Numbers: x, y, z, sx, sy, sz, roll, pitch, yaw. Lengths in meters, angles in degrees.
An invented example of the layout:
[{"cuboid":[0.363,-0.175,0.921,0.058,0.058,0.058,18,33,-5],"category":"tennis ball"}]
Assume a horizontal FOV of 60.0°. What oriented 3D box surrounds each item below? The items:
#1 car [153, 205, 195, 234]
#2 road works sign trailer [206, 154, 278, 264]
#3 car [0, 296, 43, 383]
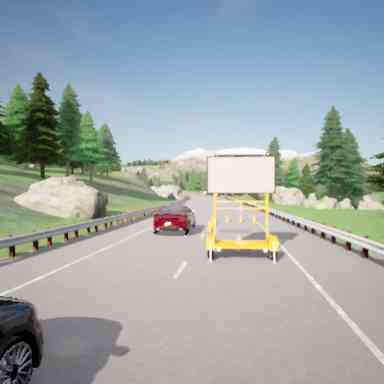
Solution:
[{"cuboid":[-0.916,1.469,19.324,1.882,1.535,5.008,0,0,6],"category":"car"},{"cuboid":[1.733,0.459,11.865,2.380,3.560,2.880,0,0,6],"category":"road works sign trailer"},{"cuboid":[-2.913,1.491,2.106,2.128,1.511,4.902,0,0,7],"category":"car"}]
